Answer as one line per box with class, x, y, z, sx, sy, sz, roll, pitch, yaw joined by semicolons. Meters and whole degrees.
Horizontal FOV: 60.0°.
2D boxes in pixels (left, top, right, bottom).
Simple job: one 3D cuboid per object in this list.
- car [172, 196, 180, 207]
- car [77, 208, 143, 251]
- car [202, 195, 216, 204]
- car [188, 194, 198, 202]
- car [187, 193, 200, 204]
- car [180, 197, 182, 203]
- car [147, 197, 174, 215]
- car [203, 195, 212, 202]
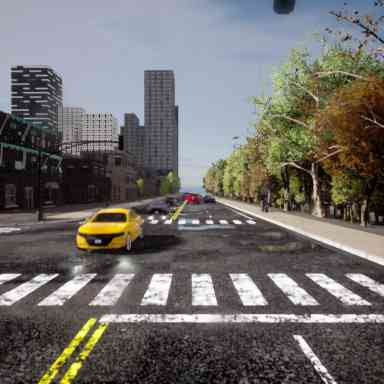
car;-3.243;1.485;49.257;1.837;1.490;4.892;0;0;0
car;-3.321;1.474;14.273;1.882;1.535;5.008;0;0;0
car;3.482;1.538;63.126;1.994;1.385;4.181;0;0;0
car;0.164;1.323;72.781;2.097;1.767;4.553;0;0;0
car;0.228;1.196;62.214;2.150;2.045;5.566;0;0;1
car;-3.111;1.574;67.084;1.994;1.385;4.181;0;0;0
car;-3.282;1.536;33.584;2.033;1.411;5.357;0;0;0
car;3.402;1.469;73.082;1.837;1.490;4.892;0;0;0
